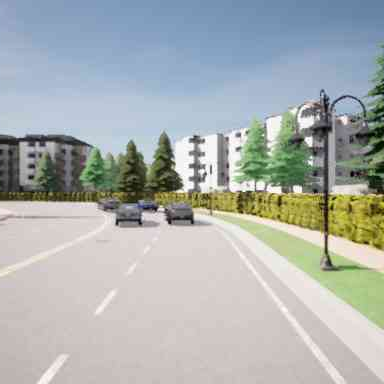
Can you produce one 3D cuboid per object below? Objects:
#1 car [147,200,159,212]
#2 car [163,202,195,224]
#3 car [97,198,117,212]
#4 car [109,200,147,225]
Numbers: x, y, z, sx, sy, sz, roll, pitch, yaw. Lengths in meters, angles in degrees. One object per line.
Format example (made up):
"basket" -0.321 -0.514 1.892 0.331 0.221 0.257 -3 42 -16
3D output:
"car" -5.372 1.541 37.495 1.895 1.301 4.718 0 0 -26
"car" -1.011 1.453 24.068 2.128 1.511 4.902 0 0 -9
"car" -9.538 1.433 37.904 2.128 1.511 4.902 0 0 -28
"car" -4.411 1.510 23.476 2.033 1.411 5.357 0 0 -9
